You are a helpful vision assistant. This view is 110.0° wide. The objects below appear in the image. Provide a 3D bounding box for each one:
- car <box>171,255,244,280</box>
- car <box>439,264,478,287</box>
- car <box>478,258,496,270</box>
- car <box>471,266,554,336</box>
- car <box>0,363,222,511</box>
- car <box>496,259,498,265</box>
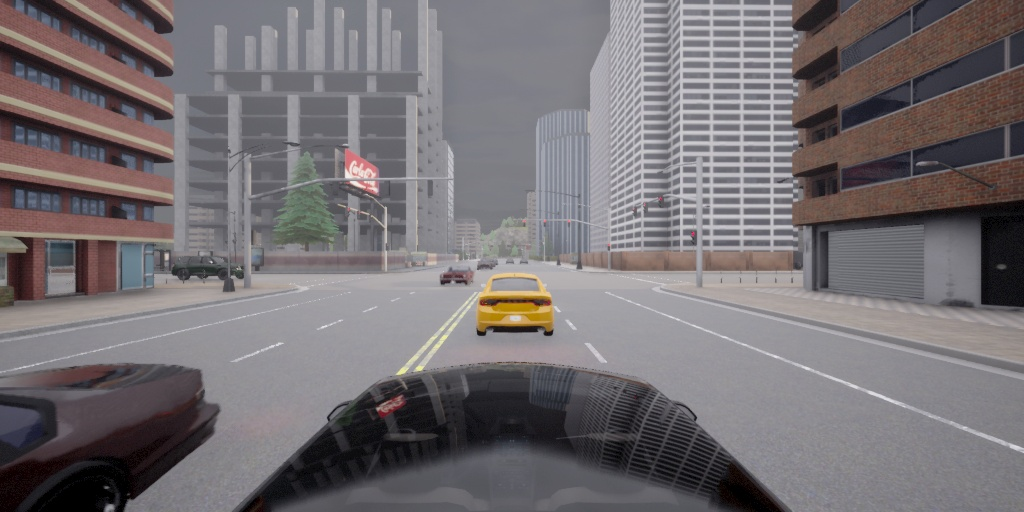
[{"bbox_3d":[-25.310,0.972,30.256,5.566,2.045,2.150,0,0,-1],"label":"car"},{"bbox_3d":[-3.723,1.351,24.814,1.895,1.301,4.718,0,0,0],"label":"car"},{"bbox_3d":[-3.874,1.102,52.699,2.097,1.767,4.553,0,0,0],"label":"car"},{"bbox_3d":[0.063,1.228,10.429,1.882,1.535,5.008,0,0,0],"label":"car"},{"bbox_3d":[-3.588,1.297,0.875,2.033,1.411,5.357,0,0,0],"label":"car"},{"bbox_3d":[-3.903,1.242,63.332,2.128,1.511,4.902,0,0,0],"label":"car"}]
